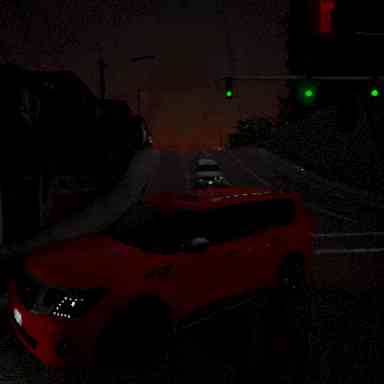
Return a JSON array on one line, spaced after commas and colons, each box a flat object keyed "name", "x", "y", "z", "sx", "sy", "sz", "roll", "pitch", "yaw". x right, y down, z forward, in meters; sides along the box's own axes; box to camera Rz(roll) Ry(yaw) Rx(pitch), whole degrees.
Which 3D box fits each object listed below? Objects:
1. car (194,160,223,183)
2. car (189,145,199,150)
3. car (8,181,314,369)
[{"name": "car", "x": 1.391, "y": -1.678, "z": 29.960, "sx": 2.150, "sy": 2.045, "sz": 5.566, "roll": -1, "pitch": 12, "yaw": -2}, {"name": "car", "x": 0.244, "y": -7.380, "z": 53.715, "sx": 1.895, "sy": 1.301, "sz": 4.718, "roll": -1, "pitch": 12, "yaw": -2}, {"name": "car", "x": -0.022, "y": 1.023, "z": 5.824, "sx": 5.566, "sy": 2.045, "sz": 2.150, "roll": -4, "pitch": 7, "yaw": -41}]
